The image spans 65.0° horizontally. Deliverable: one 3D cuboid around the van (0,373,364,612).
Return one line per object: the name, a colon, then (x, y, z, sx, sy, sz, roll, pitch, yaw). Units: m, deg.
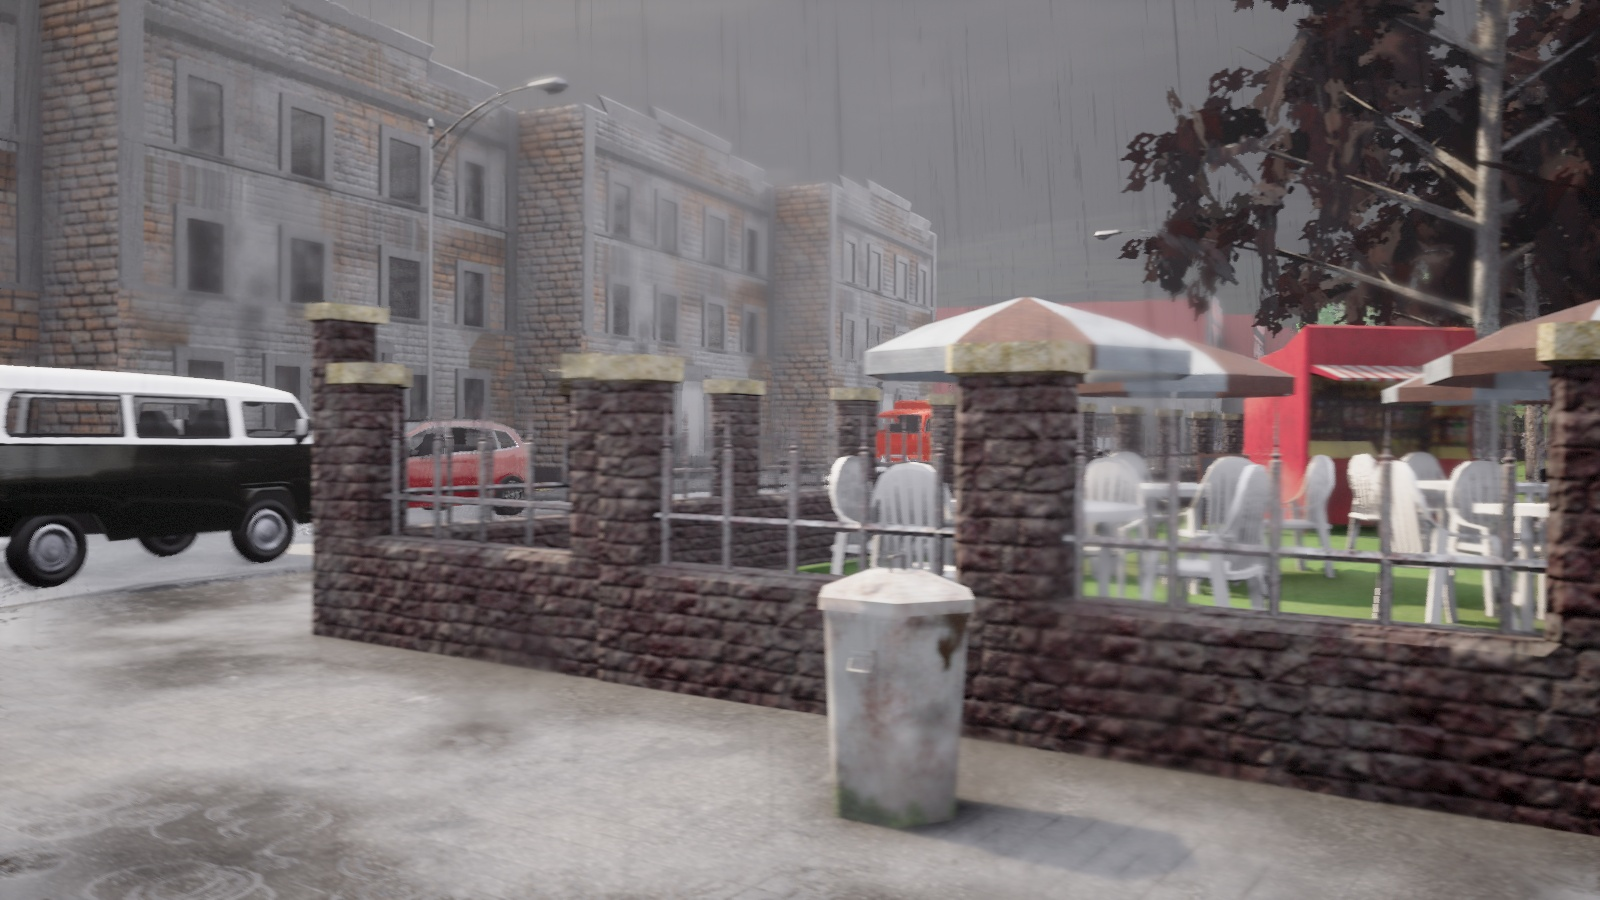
van: (-6.935, 0.342, 12.918, 2.069, 2.038, 4.480, -1, 1, 25)

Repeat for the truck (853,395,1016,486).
truck: (4.049, -0.296, 36.919, 2.627, 2.467, 5.204, 0, 1, 34)

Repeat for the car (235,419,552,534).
car: (-6.591, 0.351, 20.873, 2.242, 1.667, 4.611, 0, 1, 34)

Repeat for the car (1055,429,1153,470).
car: (11.818, -0.040, 48.634, 2.163, 1.488, 4.792, 0, 1, 34)
